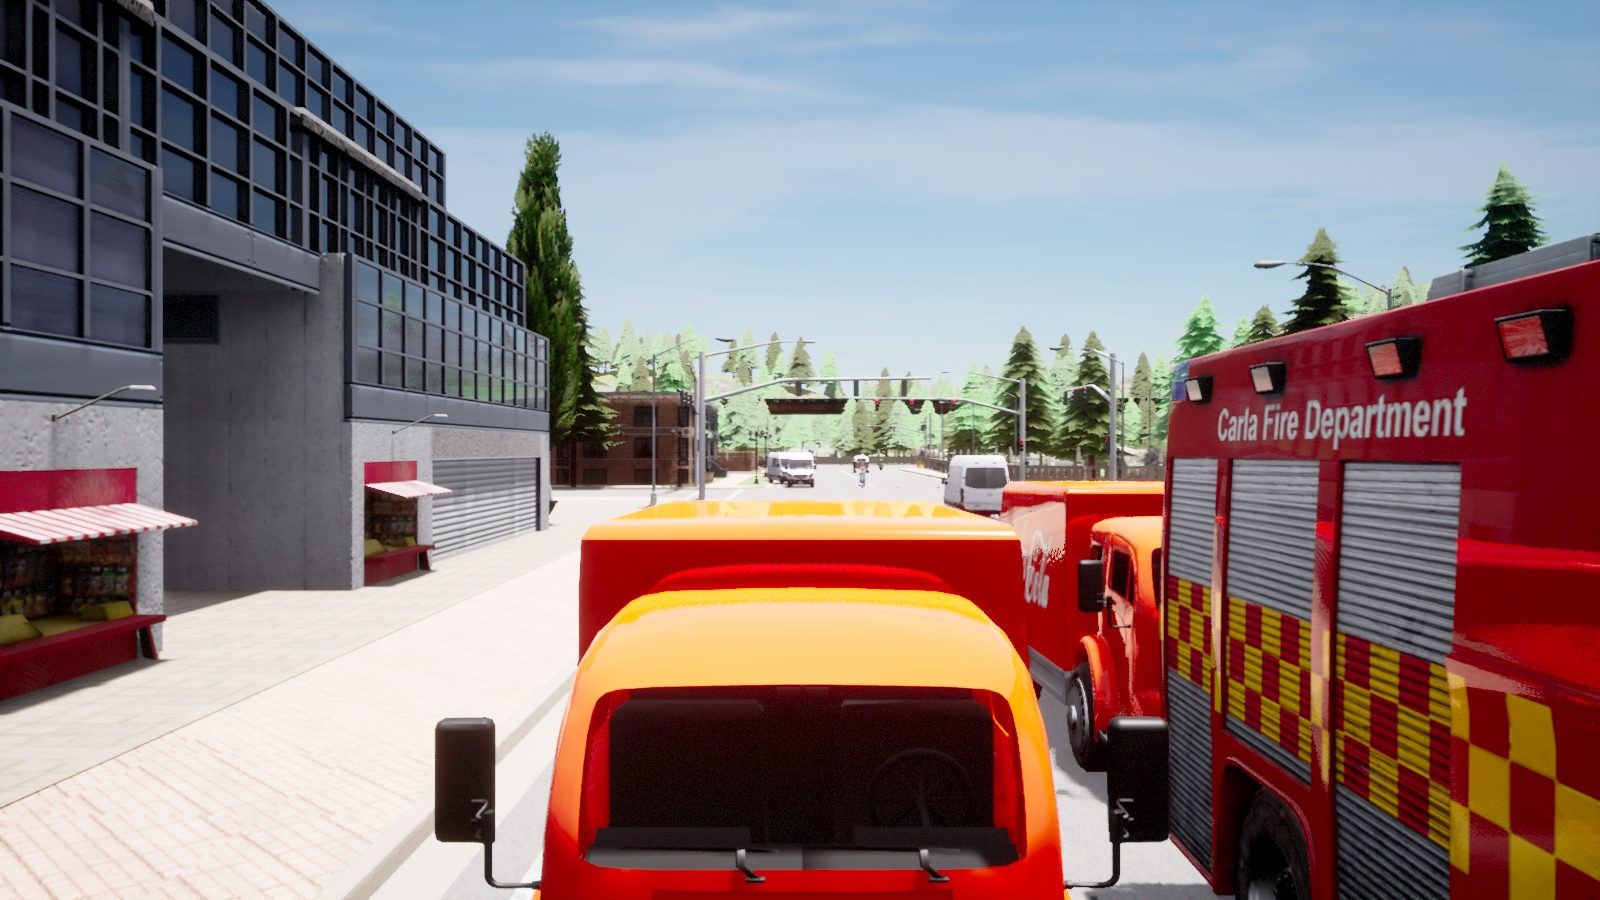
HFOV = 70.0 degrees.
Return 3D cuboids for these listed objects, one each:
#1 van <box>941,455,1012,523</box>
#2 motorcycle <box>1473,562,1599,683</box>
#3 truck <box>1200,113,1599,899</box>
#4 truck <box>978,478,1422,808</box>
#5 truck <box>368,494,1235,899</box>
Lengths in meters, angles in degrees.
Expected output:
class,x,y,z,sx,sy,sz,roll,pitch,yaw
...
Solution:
class,x,y,z,sx,sy,sz,roll,pitch,yaw
van,7.080,1.499,46.362,1.988,2.561,5.915,0,0,0
motorcycle,9.835,2.193,14.909,0.867,1.251,2.209,0,0,2
truck,3.873,0.887,2.867,2.891,3.827,8.468,0,0,1
truck,3.510,1.564,11.475,2.627,2.467,5.204,0,0,0
truck,-0.001,1.564,6.061,2.627,2.467,5.204,0,0,0
